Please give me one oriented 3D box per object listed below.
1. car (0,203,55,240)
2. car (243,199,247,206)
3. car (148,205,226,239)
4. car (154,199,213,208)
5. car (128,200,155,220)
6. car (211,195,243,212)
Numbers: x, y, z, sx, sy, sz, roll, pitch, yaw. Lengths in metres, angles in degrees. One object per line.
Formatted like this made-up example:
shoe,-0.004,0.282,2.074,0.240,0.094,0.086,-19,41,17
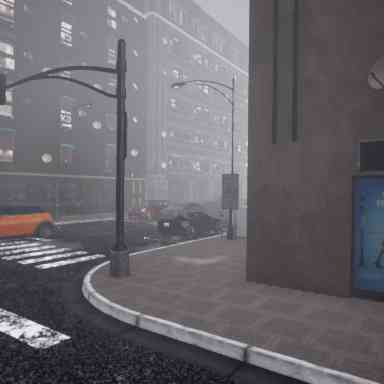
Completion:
car,-8.631,1.323,14.881,2.097,1.767,4.553,0,0,35
car,6.362,1.483,40.522,1.802,1.307,4.206,1,1,35
car,-0.029,1.599,17.700,1.947,1.339,4.313,1,1,35
car,-0.558,1.479,26.371,1.812,1.442,4.674,1,1,35
car,-3.267,1.362,26.799,1.967,1.590,4.097,1,1,35
car,3.155,1.224,35.946,2.192,1.841,5.009,1,1,35
